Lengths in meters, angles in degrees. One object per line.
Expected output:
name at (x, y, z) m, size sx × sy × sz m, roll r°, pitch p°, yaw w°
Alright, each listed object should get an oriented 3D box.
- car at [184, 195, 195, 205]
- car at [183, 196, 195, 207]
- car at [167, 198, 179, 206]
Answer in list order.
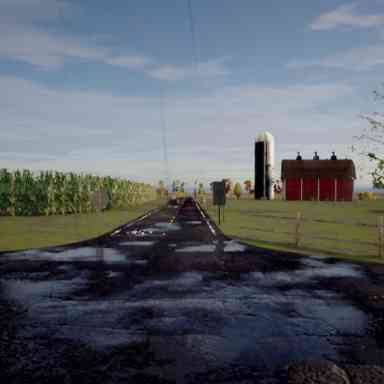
car at (-0.501, 1.463, 63.511) m, size 2.097 × 1.767 × 4.553 m, roll 0°, pitch 0°, yaw -1°
car at (-0.416, 1.589, 53.105) m, size 1.837 × 1.490 × 4.892 m, roll 0°, pitch 0°, yaw 0°
car at (-3.203, 1.661, 57.697) m, size 1.994 × 1.385 × 4.181 m, roll 0°, pitch 0°, yaw 0°
